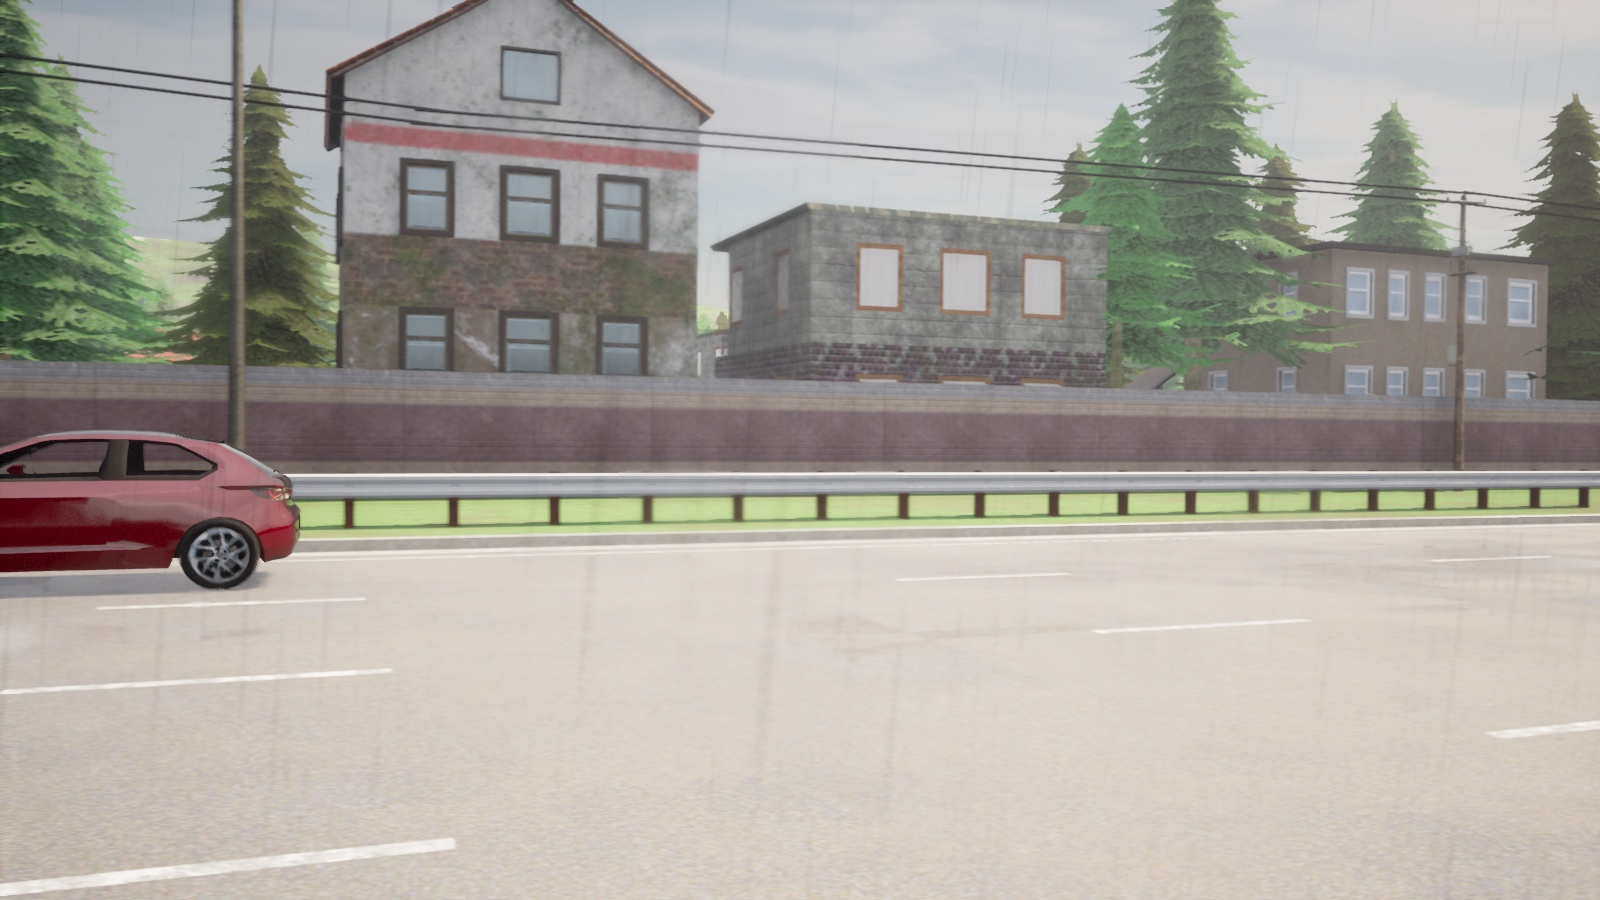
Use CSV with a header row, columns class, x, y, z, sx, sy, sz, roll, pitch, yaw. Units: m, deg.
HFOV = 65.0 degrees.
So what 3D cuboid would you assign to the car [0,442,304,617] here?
class,x,y,z,sx,sy,sz,roll,pitch,yaw
car,-6.950,0.694,11.833,4.193,1.474,1.816,-1,1,-21
